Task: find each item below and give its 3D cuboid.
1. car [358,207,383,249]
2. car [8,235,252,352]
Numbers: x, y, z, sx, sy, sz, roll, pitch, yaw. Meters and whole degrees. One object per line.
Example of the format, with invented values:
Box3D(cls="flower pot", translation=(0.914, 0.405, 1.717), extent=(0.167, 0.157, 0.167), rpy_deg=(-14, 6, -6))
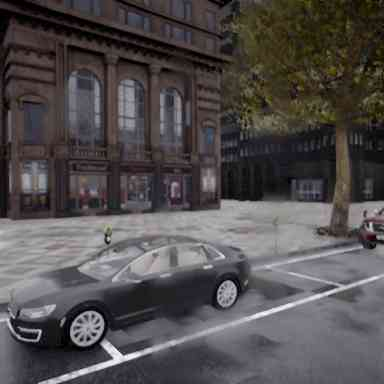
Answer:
Box3D(cls="car", translation=(8.398, 1.191, 12.644), extent=(5.009, 1.841, 2.192), rpy_deg=(-1, 0, -36))
Box3D(cls="car", translation=(-0.842, 1.527, 6.049), extent=(4.403, 1.369, 2.008), rpy_deg=(-1, 0, -36))
